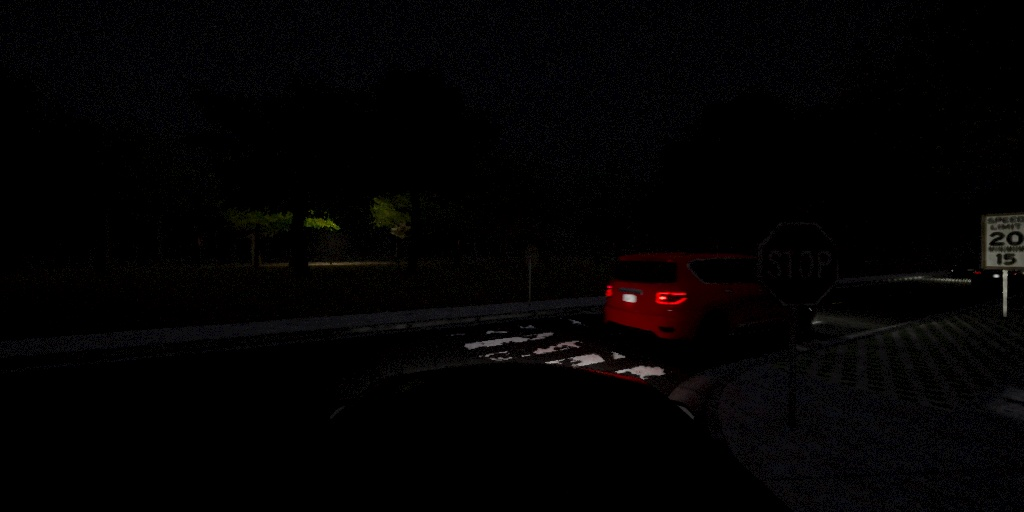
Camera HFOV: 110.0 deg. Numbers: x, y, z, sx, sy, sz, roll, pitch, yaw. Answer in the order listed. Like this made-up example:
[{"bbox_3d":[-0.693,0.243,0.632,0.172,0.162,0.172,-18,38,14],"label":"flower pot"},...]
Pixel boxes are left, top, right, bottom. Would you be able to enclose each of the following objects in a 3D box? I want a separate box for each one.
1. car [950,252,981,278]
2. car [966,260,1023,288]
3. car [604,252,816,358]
[{"bbox_3d":[37.601,0.716,28.809,5.566,2.045,2.150,0,0,-28],"label":"car"},{"bbox_3d":[29.609,1.122,21.525,4.181,1.385,1.994,0,0,-28],"label":"car"},{"bbox_3d":[4.757,0.935,8.515,5.566,2.045,2.150,0,0,-28],"label":"car"}]
